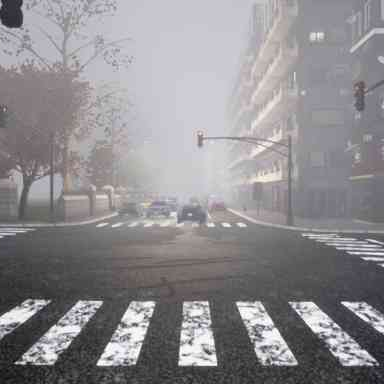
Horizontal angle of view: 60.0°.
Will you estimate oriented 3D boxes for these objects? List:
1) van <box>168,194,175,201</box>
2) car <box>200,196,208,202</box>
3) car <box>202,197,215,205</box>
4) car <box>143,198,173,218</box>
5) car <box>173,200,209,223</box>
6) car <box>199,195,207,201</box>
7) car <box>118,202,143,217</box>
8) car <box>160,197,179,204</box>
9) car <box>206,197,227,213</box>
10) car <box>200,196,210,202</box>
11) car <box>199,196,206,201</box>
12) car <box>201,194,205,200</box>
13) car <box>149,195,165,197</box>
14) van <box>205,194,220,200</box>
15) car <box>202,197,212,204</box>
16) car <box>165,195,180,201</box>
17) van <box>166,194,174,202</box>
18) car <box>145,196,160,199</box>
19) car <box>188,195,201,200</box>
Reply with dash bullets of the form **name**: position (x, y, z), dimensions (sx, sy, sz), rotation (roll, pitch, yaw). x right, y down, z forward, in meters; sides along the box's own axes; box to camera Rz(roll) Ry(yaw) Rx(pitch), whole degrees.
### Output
- **van**: position (-5.402, 1.443, 87.194), dimensions (1.690, 1.788, 3.998), rotation (0, 0, 0)
- **car**: position (2.959, 1.634, 81.537), dimensions (1.887, 1.381, 4.507), rotation (0, 0, 0)
- **car**: position (2.885, 1.598, 59.017), dimensions (2.008, 1.369, 4.403), rotation (0, 0, 0)
- **car**: position (-2.994, 1.539, 30.286), dimensions (1.812, 1.442, 4.674), rotation (0, 0, 0)
- **car**: position (0.028, 1.573, 25.395), dimensions (1.994, 1.385, 4.181), rotation (0, 0, 5)
- **car**: position (2.978, 1.542, 87.166), dimensions (1.967, 1.590, 4.097), rotation (0, 0, 0)
- **car**: position (-5.587, 1.579, 30.893), dimensions (1.947, 1.339, 4.313), rotation (0, 0, 0)
- **car**: position (-2.961, 1.623, 40.210), dimensions (1.895, 1.301, 4.718), rotation (0, 0, 0)
- **car**: position (2.812, 1.563, 36.495), dimensions (1.887, 1.381, 4.507), rotation (0, 0, 0)
- **car**: position (2.941, 1.628, 75.907), dimensions (2.008, 1.369, 4.403), rotation (0, 0, 0)
- **car**: position (2.996, 1.699, 92.797), dimensions (1.802, 1.307, 4.206), rotation (0, 0, 0)
- **car**: position (2.868, 1.479, 53.387), dimensions (1.967, 1.590, 4.097), rotation (0, 0, 0)
- **car**: position (-5.531, 1.346, 47.784), dimensions (2.192, 1.841, 5.009), rotation (0, 0, 0)
- **van**: position (2.831, 1.365, 42.126), dimensions (1.690, 1.788, 3.998), rotation (0, 0, 0)
- **car**: position (2.904, 1.601, 64.646), dimensions (1.887, 1.381, 4.507), rotation (0, 0, 0)
- **car**: position (-2.912, 1.539, 50.401), dimensions (1.837, 1.490, 4.892), rotation (0, 0, 0)
- **van**: position (-5.421, 1.430, 81.565), dimensions (1.690, 1.788, 3.998), rotation (0, 0, 0)
- **car**: position (-5.550, 1.549, 41.984), dimensions (1.752, 1.417, 4.829), rotation (0, 0, 0)
- **car**: position (0.286, 1.569, 56.622), dimensions (1.812, 1.442, 4.674), rotation (0, 0, 0)
